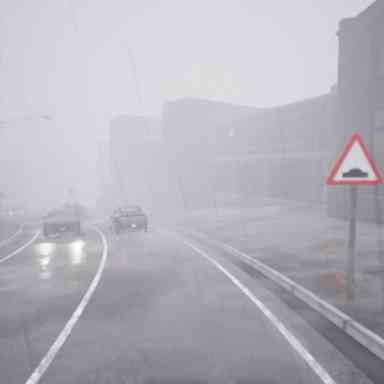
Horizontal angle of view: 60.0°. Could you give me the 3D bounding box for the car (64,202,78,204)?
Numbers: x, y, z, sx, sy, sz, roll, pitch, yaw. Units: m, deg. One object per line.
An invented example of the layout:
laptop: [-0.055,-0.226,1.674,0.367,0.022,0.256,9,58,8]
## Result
car: [-13.925,1.957,37.972,2.128,1.511,4.902,-3,1,-36]

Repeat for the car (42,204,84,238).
car: [-7.569,1.701,19.425,1.882,1.535,5.008,-3,-1,-22]

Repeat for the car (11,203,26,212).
car: [-29.598,2.623,56.767,1.812,1.442,4.674,-2,0,-21]

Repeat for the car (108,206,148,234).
car: [-3.955,1.601,20.212,2.128,1.511,4.902,-2,0,-20]
